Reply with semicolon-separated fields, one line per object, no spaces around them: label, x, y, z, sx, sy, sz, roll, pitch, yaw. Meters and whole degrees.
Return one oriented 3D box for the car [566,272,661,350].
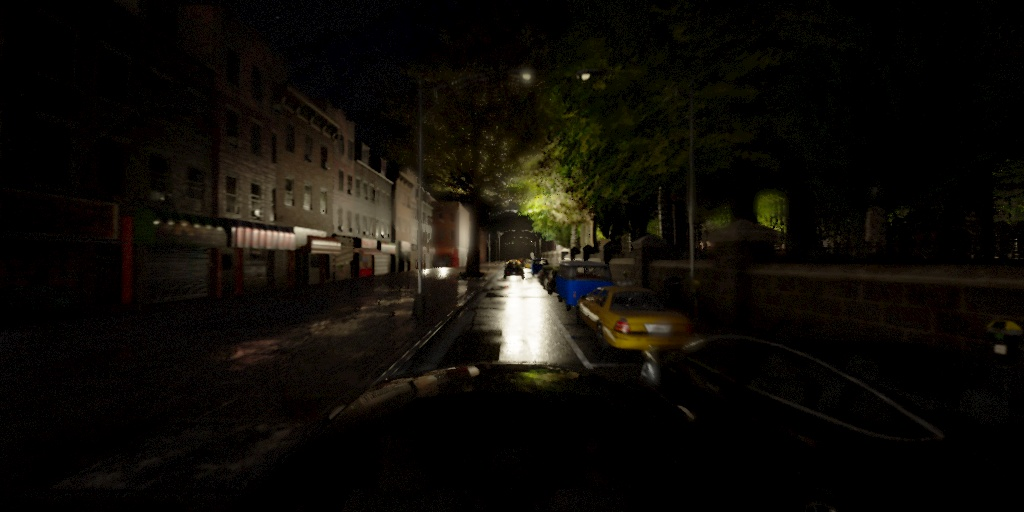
car;2.652;1.283;8.826;1.751;1.417;4.829;0;0;0

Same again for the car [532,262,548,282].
car;2.694;1.322;25.004;2.007;1.370;4.403;0;0;0

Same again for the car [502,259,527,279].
car;0.181;1.303;33.098;1.812;1.442;4.674;0;0;0

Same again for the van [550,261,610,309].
van;2.666;1.101;14.105;1.690;1.789;3.998;0;0;0

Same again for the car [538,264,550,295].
car;2.680;1.331;19.555;1.948;1.339;4.313;0;0;0

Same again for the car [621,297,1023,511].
car;2.637;1.321;3.206;1.948;1.339;4.313;0;0;0

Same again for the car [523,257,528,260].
car;2.780;1.360;57.869;1.751;1.417;4.829;0;0;0

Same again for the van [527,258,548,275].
van;2.723;1.128;35.902;1.690;1.789;3.998;0;0;0
